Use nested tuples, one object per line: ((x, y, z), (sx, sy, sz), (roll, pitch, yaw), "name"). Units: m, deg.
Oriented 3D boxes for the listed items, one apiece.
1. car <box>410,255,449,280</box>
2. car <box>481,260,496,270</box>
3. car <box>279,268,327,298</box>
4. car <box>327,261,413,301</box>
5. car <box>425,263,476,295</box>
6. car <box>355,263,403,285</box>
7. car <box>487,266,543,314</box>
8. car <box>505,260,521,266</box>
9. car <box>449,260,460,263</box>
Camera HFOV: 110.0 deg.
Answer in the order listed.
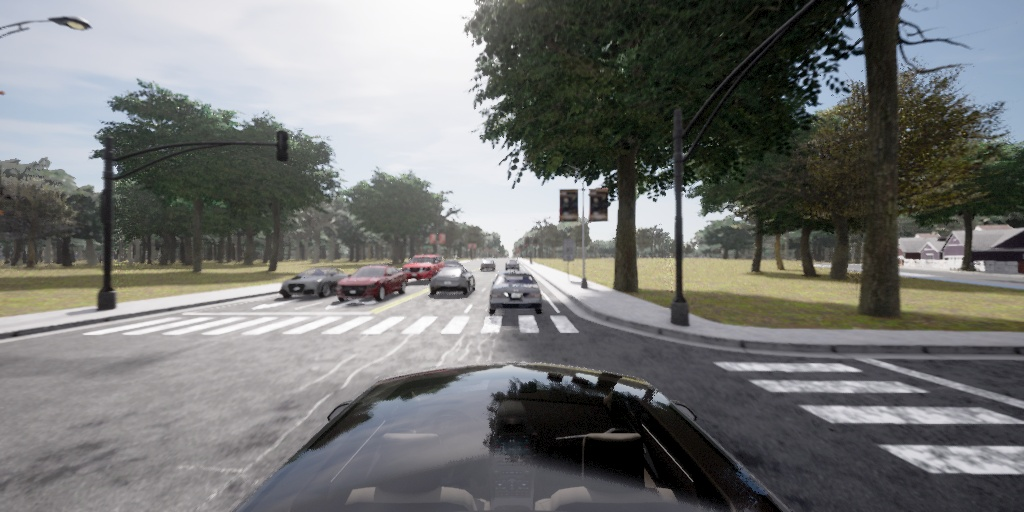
((-6.603, 0.926, 27.263), (2.150, 2.045, 5.566), (0, 0, 1), "car")
((-3.150, 1.173, 47.986), (2.033, 1.411, 5.357), (0, 0, 0), "car")
((-9.840, 1.305, 18.399), (1.994, 1.385, 4.181), (0, 0, 1), "car")
((-6.594, 1.209, 17.346), (1.882, 1.535, 5.008), (0, 0, 0), "car")
((-3.151, 1.277, 19.621), (1.994, 1.385, 4.181), (0, 0, 0), "car")
((-9.836, 1.282, 26.805), (1.994, 1.385, 4.181), (0, 0, 0), "car")
((0.110, 1.264, 13.644), (2.033, 1.411, 5.357), (0, 0, 0), "car")
((0.090, 1.174, 44.288), (2.033, 1.411, 5.357), (0, 0, 1), "car")
((-6.573, 1.174, 39.052), (1.837, 1.490, 4.892), (0, 0, 0), "car")
